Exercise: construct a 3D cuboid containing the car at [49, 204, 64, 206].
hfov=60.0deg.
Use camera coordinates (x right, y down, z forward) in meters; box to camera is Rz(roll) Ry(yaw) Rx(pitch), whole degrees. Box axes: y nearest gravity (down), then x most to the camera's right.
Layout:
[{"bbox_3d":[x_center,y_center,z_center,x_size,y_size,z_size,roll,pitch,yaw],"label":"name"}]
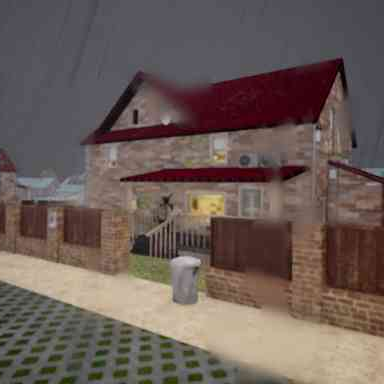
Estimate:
[{"bbox_3d":[-14.601,1.927,35.068,1.895,1.301,4.718,1,-1,35],"label":"car"}]
